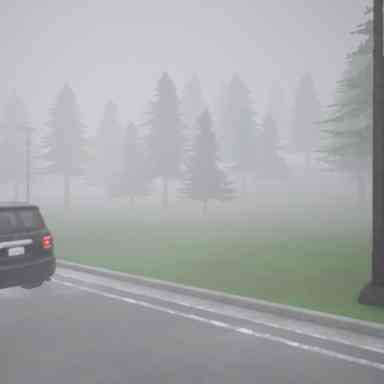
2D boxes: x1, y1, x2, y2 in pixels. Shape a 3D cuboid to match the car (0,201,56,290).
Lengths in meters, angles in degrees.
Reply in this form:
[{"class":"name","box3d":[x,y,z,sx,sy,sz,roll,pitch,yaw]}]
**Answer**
[{"class":"car","box3d":[-5.564,1.250,7.949,5.566,2.045,2.150,0,0,35]}]
